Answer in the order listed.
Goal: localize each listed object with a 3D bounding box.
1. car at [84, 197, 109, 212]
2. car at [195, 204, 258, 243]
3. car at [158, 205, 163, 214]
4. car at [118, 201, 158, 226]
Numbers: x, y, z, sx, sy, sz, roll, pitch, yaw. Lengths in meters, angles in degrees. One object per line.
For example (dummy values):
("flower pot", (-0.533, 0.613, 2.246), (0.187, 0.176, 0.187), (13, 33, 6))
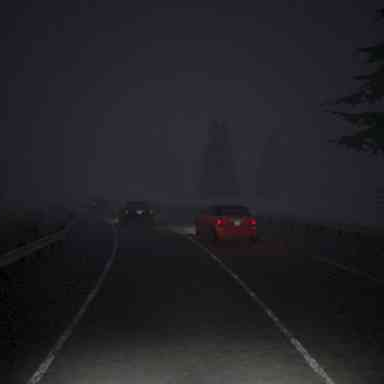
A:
("car", (-11.656, 1.427, 40.508), (2.097, 1.767, 4.553), (0, 0, -30))
("car", (1.528, 1.366, 16.314), (2.097, 1.767, 4.553), (0, 0, -11))
("car", (-4.725, 1.651, 35.082), (1.895, 1.301, 4.718), (0, 0, -25))
("car", (-4.082, 1.387, 23.748), (2.097, 1.767, 4.553), (0, 0, -17))
